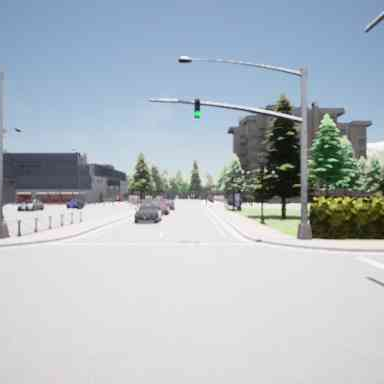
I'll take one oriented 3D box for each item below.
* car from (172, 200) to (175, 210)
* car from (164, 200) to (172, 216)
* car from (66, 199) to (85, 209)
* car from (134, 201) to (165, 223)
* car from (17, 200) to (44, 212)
[{"bbox_3d":[-3.478,1.879,48.644,2.128,1.511,4.902,0,0,1],"label":"car"},{"bbox_3d":[-3.544,1.823,37.247,1.812,1.442,4.674,0,0,0],"label":"car"},{"bbox_3d":[-17.394,1.773,49.663,1.845,1.501,3.633,0,0,0],"label":"car"},{"bbox_3d":[-3.559,1.725,27.500,1.837,1.490,4.892,0,0,0],"label":"car"},{"bbox_3d":[-20.456,1.725,42.276,1.970,1.475,3.806,0,0,0],"label":"car"}]
